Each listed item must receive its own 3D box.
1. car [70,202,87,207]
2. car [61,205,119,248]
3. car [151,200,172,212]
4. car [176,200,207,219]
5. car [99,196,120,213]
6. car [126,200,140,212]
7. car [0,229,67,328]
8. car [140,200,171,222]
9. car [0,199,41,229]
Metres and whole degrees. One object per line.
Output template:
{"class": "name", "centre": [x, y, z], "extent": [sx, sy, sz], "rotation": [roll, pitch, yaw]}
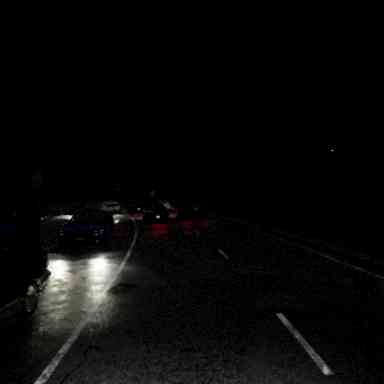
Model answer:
{"class": "car", "centre": [-13.267, 1.897, 38.879], "extent": [1.994, 1.385, 4.181], "rotation": [-1, 0, -18]}
{"class": "car", "centre": [-4.676, 1.577, 15.379], "extent": [1.882, 1.535, 5.008], "rotation": [0, 0, -7]}
{"class": "car", "centre": [-4.137, 1.785, 44.594], "extent": [1.812, 1.442, 4.674], "rotation": [-1, 0, -19]}
{"class": "car", "centre": [-0.146, 1.504, 30.808], "extent": [2.097, 1.767, 4.553], "rotation": [0, 0, -14]}
{"class": "car", "centre": [-10.072, 1.517, 40.407], "extent": [2.150, 2.045, 5.566], "rotation": [-1, 0, -18]}
{"class": "car", "centre": [-7.312, 1.795, 43.061], "extent": [1.837, 1.490, 4.892], "rotation": [0, 0, -18]}
{"class": "car", "centre": [-3.785, 1.577, 4.766], "extent": [2.033, 1.411, 5.357], "rotation": [0, 0, -2]}
{"class": "car", "centre": [-3.083, 1.669, 27.870], "extent": [1.837, 1.490, 4.892], "rotation": [0, 0, -12]}
{"class": "car", "centre": [-7.966, 1.332, 13.506], "extent": [2.150, 2.045, 5.566], "rotation": [0, 0, -7]}
